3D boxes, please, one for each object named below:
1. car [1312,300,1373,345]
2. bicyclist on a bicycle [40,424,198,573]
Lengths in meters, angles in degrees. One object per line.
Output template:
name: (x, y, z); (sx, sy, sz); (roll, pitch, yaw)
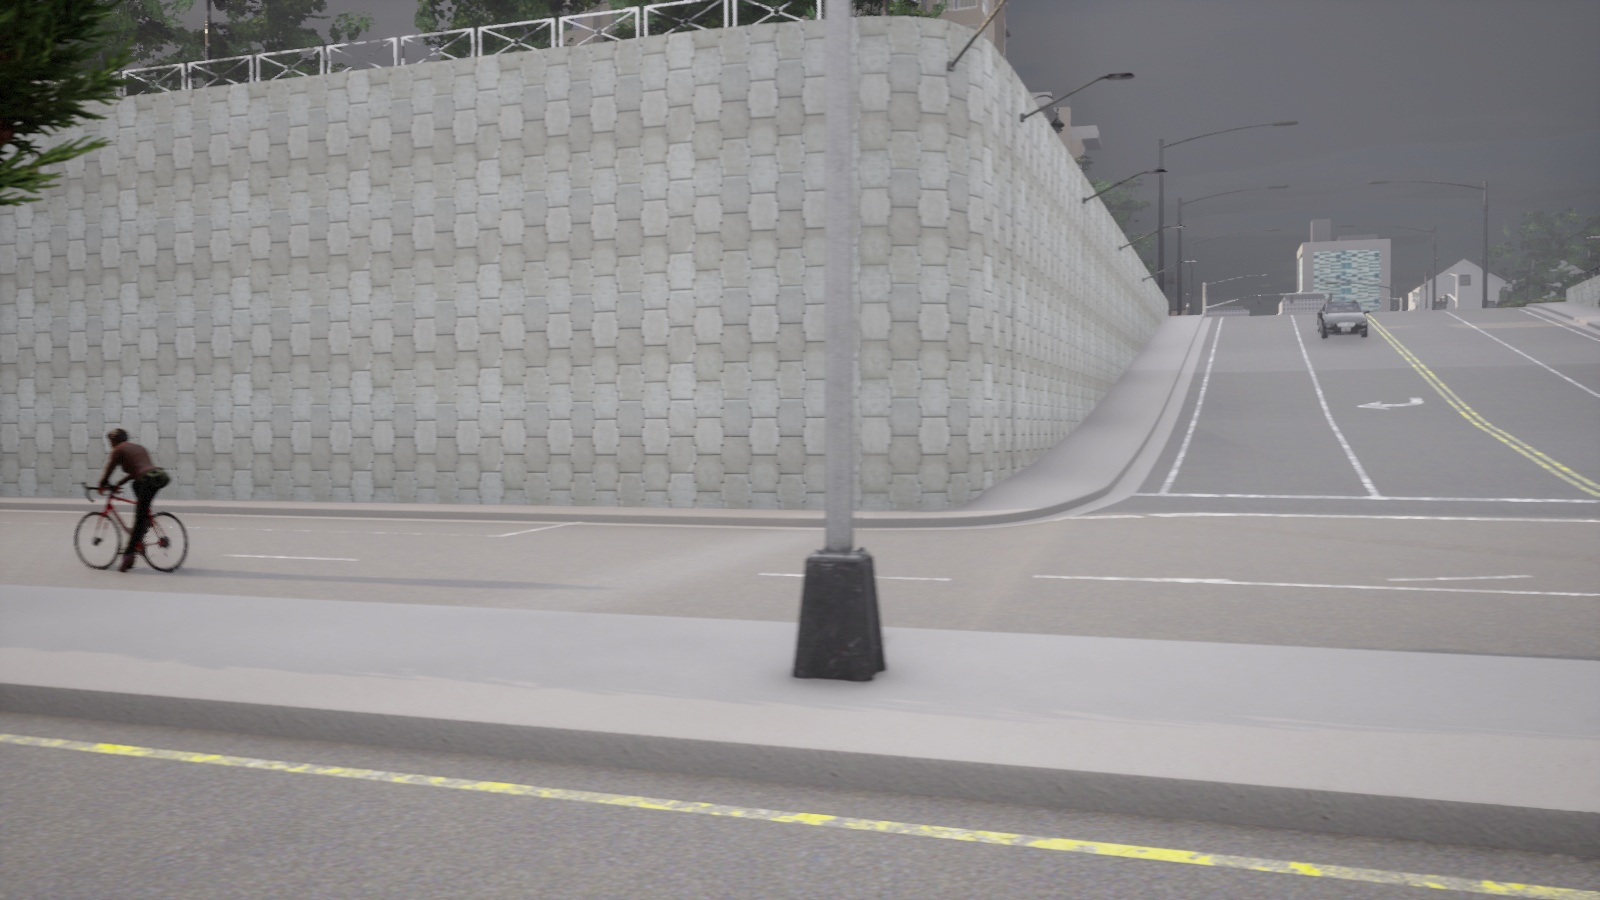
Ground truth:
car: (23.834, -5.637, 55.293); (2.128, 1.511, 4.902); (1, 11, 20)
bicyclist on a bicycle: (-7.716, 0.523, 14.228); (1.656, 1.620, 0.582); (0, 1, 19)
